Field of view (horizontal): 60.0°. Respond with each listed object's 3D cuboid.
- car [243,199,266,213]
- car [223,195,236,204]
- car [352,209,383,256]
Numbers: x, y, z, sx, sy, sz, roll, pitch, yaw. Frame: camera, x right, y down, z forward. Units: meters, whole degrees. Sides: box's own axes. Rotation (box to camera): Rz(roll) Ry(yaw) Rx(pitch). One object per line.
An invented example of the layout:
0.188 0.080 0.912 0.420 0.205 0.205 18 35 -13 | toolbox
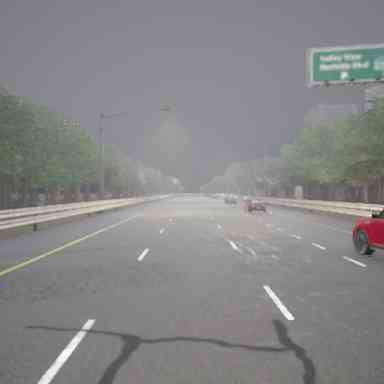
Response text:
7.013 1.536 37.224 1.812 1.442 4.674 0 0 0 | car
7.027 1.499 62.036 2.128 1.511 4.902 0 0 0 | car
7.001 1.224 9.954 2.150 2.045 5.566 0 0 0 | car
